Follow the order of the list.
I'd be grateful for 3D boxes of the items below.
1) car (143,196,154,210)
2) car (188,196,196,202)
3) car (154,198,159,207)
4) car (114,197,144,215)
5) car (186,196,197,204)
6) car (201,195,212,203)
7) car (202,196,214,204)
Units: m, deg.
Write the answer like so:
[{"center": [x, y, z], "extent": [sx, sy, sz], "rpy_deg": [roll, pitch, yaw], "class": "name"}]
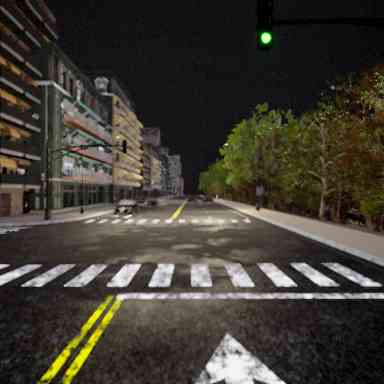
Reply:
[{"center": [-6.599, 1.403, 43.721], "extent": [2.097, 1.767, 4.553], "rpy_deg": [0, 0, 0], "class": "car"}, {"center": [-0.015, 1.555, 74.718], "extent": [1.812, 1.442, 4.674], "rpy_deg": [0, 0, 0], "class": "car"}, {"center": [-6.559, 1.667, 53.981], "extent": [1.895, 1.301, 4.718], "rpy_deg": [0, 0, 0], "class": "car"}, {"center": [-6.607, 1.529, 33.917], "extent": [2.128, 1.511, 4.902], "rpy_deg": [0, 0, 0], "class": "car"}, {"center": [-0.014, 1.574, 64.295], "extent": [2.128, 1.511, 4.902], "rpy_deg": [0, 0, 0], "class": "car"}, {"center": [3.234, 1.555, 74.718], "extent": [2.128, 1.511, 4.902], "rpy_deg": [0, 0, 0], "class": "car"}, {"center": [3.236, 1.574, 64.298], "extent": [2.128, 1.511, 4.902], "rpy_deg": [0, 0, 0], "class": "car"}]
